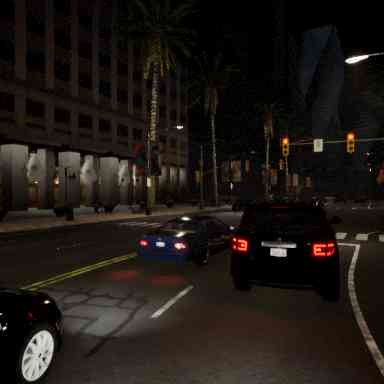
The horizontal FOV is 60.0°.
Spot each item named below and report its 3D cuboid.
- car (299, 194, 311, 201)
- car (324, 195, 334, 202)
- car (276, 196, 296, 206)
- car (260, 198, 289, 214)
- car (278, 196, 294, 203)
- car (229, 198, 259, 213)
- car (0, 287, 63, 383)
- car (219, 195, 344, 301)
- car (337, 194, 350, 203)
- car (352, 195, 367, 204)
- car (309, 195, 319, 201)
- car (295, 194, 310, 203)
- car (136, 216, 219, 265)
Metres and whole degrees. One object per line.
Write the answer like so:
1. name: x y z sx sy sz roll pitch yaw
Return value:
1. car: 30.191 1.354 88.663 2.185 1.767 4.553 0 0 28
2. car: 32.861 1.523 79.678 1.812 1.442 4.674 0 0 29
3. car: 15.807 1.491 55.922 2.128 1.511 4.902 0 0 29
4. car: 9.111 1.477 36.362 1.882 1.535 5.008 0 0 29
5. car: 19.633 1.513 69.440 2.161 1.482 4.786 0 0 28
6. car: 6.039 1.505 38.039 1.837 1.490 4.892 0 0 29
7. car: -2.896 1.505 2.552 1.837 1.490 4.892 0 0 9
8. car: 2.613 1.221 8.701 2.150 2.045 5.566 0 0 22
9. car: 30.411 1.355 67.907 2.097 1.767 4.553 0 0 29
10. car: 32.893 1.596 65.114 1.895 1.301 4.718 0 0 29
11. car: 30.038 1.522 81.814 1.812 1.442 4.674 0 0 29
12. car: 22.952 1.355 68.862 2.097 1.767 4.553 0 0 29
13. car: 0.188 1.547 11.790 2.033 1.411 5.357 0 0 26
